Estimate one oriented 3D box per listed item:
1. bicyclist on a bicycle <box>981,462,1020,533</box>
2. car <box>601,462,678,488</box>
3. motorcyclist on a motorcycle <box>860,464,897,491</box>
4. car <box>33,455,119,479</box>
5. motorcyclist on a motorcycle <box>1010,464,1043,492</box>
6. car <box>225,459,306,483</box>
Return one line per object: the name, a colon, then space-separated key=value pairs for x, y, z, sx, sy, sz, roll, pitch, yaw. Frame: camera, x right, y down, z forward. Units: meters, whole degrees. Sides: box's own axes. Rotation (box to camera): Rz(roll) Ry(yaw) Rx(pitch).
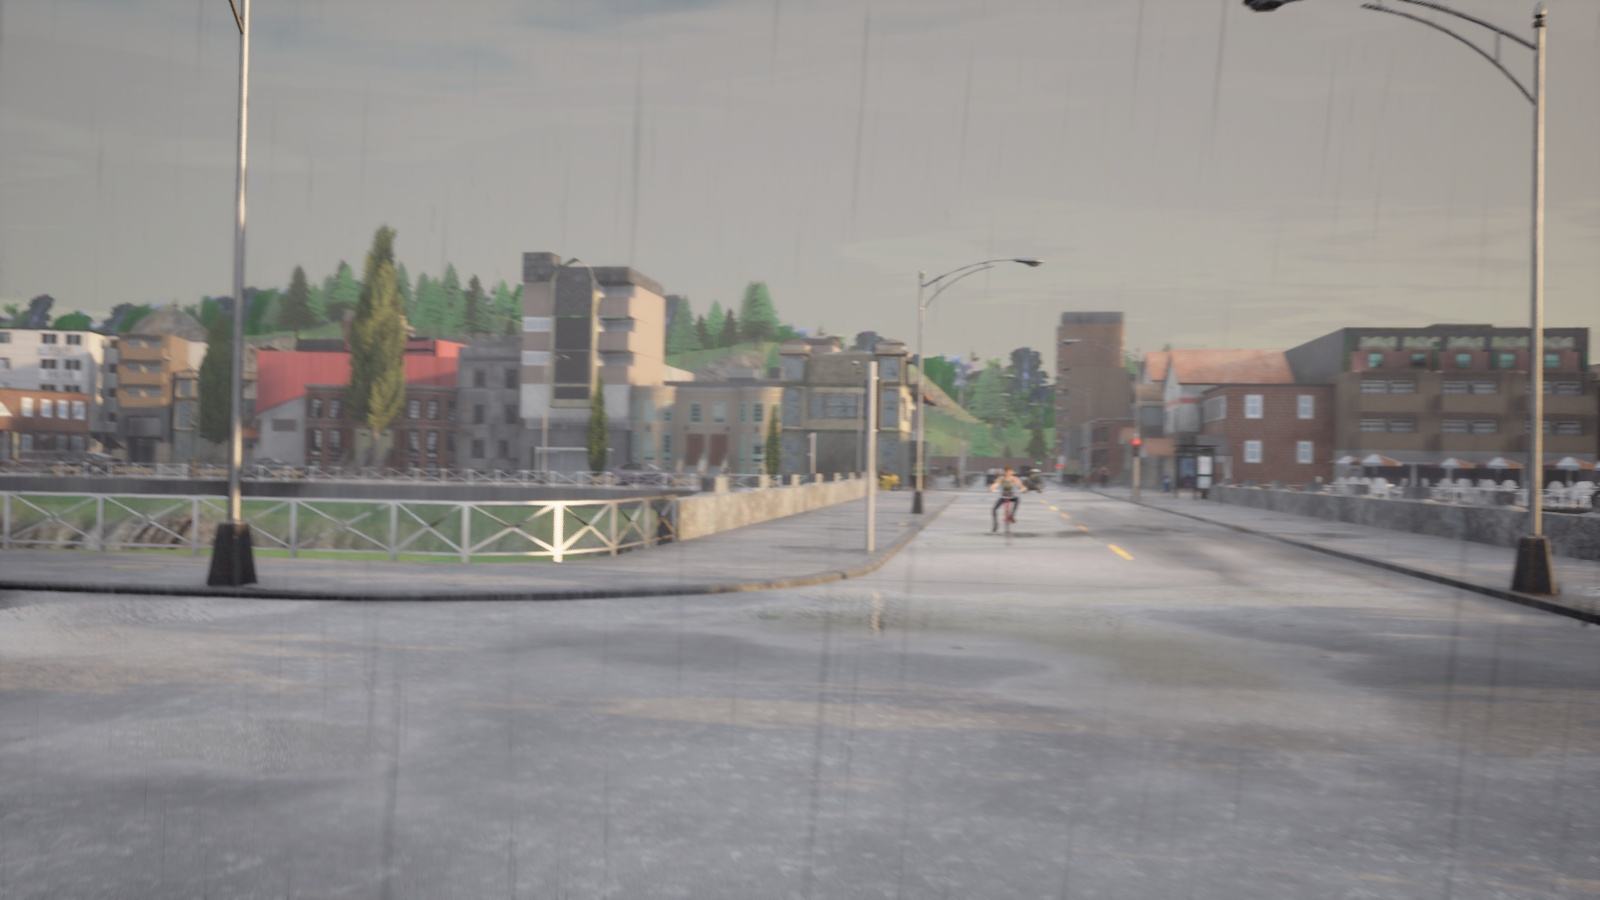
bicyclist on a bicycle: x=4.768 y=1.108 z=29.852 sx=0.866 sy=1.612 sz=1.509 roll=1 pitch=-1 yaw=9
car: x=-9.479 y=1.482 z=74.425 sx=4.193 sy=1.474 sz=1.816 roll=1 pitch=-1 yaw=8
motorcyclist on a motorcycle: x=4.524 y=1.582 z=72.211 sx=2.044 sy=1.523 sz=0.797 roll=1 pitch=1 yaw=13
car: x=-48.596 y=1.141 z=84.279 sx=4.892 sy=1.490 sz=1.837 roll=1 pitch=-1 yaw=8
motorcyclist on a motorcycle: x=13.776 y=1.694 z=76.275 sx=2.350 sy=1.649 sz=0.766 roll=1 pitch=-2 yaw=-45
car: x=-33.127 y=1.306 z=77.938 sx=4.181 sy=1.385 sz=1.994 roll=1 pitch=-1 yaw=8
